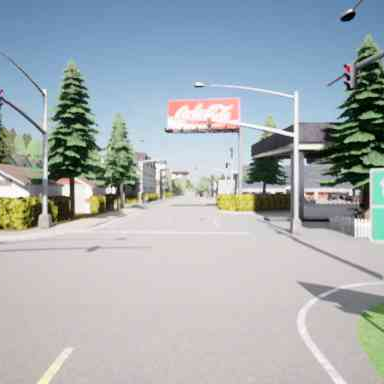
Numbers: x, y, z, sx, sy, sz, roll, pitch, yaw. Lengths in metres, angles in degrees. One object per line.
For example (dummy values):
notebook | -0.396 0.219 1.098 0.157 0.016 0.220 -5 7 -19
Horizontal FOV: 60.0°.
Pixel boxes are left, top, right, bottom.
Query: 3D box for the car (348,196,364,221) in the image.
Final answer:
car | 14.336 1.484 25.139 3.866 1.878 1.905 0 0 0

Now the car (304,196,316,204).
car | 22.420 1.501 64.216 1.970 1.475 3.806 0 0 0

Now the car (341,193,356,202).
car | 34.813 1.431 72.024 2.007 1.523 4.514 0 0 0
